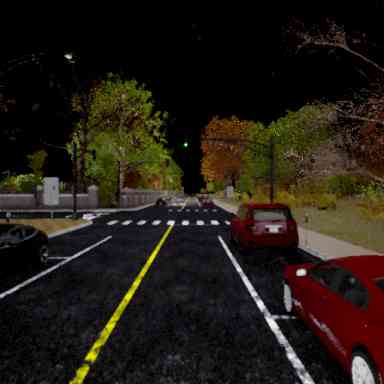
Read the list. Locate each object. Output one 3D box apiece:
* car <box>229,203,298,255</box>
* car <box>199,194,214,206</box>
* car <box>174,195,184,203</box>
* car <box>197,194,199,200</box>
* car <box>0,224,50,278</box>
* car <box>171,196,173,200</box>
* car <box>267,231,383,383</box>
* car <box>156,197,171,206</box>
[{"bbox_3d":[2.685,1.337,13.301,2.192,1.841,5.009,-1,0,0],"label":"car"},{"bbox_3d":[2.617,1.529,55.235,1.967,1.590,4.097,-1,0,0],"label":"car"},{"bbox_3d":[-2.740,1.709,70.075,1.895,1.301,4.718,0,0,0],"label":"car"},{"bbox_3d":[2.568,1.700,81.001,1.947,1.339,4.313,-1,0,0],"label":"car"},{"bbox_3d":[-5.395,1.581,8.961,1.947,1.339,4.313,-1,0,0],"label":"car"},{"bbox_3d":[-5.315,1.670,63.939,1.947,1.339,4.313,-1,0,0],"label":"car"},{"bbox_3d":[2.572,1.552,4.664,1.887,1.381,4.507,-1,0,0],"label":"car"},{"bbox_3d":[-5.318,1.660,58.253,1.947,1.339,4.313,-1,0,0],"label":"car"}]
